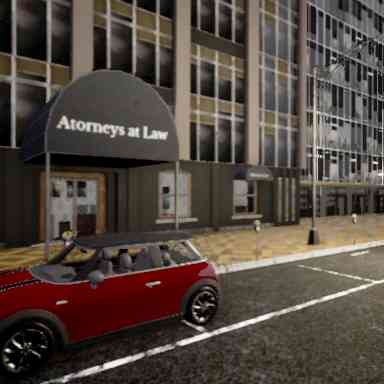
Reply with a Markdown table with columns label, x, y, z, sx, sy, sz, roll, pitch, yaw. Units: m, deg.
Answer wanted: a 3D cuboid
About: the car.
| label | x | y | z | sx | sy | sz | roll | pitch | yaw |
| --- | --- | --- | --- | --- | --- | --- | --- | --- | --- |
| car | -1.528 | 1.454 | 5.475 | 4.097 | 1.590 | 1.967 | 1 | 0 | -36 |
